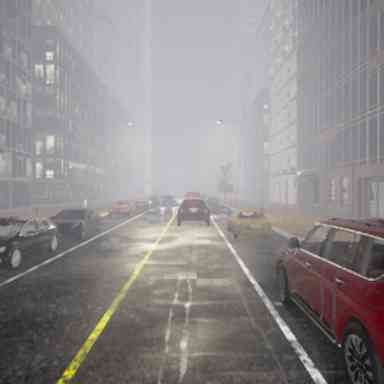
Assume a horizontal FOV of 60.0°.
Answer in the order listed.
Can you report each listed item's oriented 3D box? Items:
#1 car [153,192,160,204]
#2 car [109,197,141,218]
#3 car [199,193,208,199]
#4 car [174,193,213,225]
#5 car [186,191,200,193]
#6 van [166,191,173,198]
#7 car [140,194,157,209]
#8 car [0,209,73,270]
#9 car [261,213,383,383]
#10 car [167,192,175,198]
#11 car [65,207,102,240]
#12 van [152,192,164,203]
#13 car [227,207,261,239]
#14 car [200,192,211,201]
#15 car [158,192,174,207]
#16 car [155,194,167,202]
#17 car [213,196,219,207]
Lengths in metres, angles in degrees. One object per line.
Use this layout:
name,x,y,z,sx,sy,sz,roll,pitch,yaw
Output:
car,-5.686,1.141,50.408,1.887,1.381,4.507,0,0,0
car,-5.686,1.365,27.638,1.802,1.307,4.206,0,0,0
car,2.696,0.937,78.853,1.802,1.307,4.206,0,0,0
car,0.100,1.176,22.595,2.097,1.767,4.553,0,1,0
car,0.104,0.903,40.462,2.150,2.045,5.566,0,1,0
van,-5.683,0.646,84.558,1.690,1.788,3.998,0,0,0
car,-5.686,1.241,39.024,2.008,1.369,4.403,0,0,0
car,-5.687,1.469,10.563,2.008,1.369,4.403,0,0,0
car,2.695,1.278,4.858,2.192,1.841,5.009,0,0,0
car,-5.684,0.821,90.252,1.947,1.339,4.313,0,0,0
car,-5.687,1.439,16.256,1.947,1.339,4.313,0,0,0
van,-5.685,0.890,56.099,1.690,1.788,3.998,0,0,0
car,2.694,1.398,16.412,1.752,1.417,4.829,0,0,0
car,2.696,0.893,67.468,1.967,1.590,4.097,0,0,0
car,-3.046,1.153,44.317,1.837,1.490,4.892,0,0,0
car,-5.685,1.083,61.793,1.802,1.307,4.206,0,0,0
car,2.695,1.210,44.703,1.947,1.339,4.313,0,0,0
